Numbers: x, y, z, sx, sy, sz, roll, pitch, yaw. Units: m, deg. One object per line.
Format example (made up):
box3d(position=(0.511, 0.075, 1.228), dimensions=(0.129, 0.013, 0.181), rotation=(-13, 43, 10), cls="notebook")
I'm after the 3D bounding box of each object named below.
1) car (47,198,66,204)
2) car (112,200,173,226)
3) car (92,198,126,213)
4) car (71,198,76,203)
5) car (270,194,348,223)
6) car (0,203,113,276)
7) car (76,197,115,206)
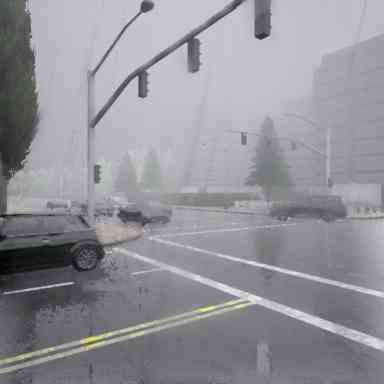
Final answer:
box3d(position=(-17.687, 1.525, 43.452), dimensions=(1.812, 1.442, 4.674), rotation=(0, 0, -36), cls="car")
box3d(position=(-3.532, 1.547, 23.633), dimensions=(2.033, 1.411, 5.357), rotation=(0, 0, -34), cls="car")
box3d(position=(-9.656, 1.492, 38.233), dimensions=(2.128, 1.511, 4.902), rotation=(0, 0, -36), cls="car")
box3d(position=(-15.509, 1.503, 46.423), dimensions=(1.837, 1.490, 4.892), rotation=(0, 0, -35), cls="car")
box3d(position=(8.784, 1.223, 25.274), dimensions=(5.566, 2.045, 2.150), rotation=(0, 2, 19), cls="car")
box3d(position=(-4.839, 1.352, 9.173), dimensions=(4.553, 1.767, 2.097), rotation=(0, 0, -36), cls="car")
box3d(position=(-9.097, 1.503, 31.437), dimensions=(1.837, 1.490, 4.892), rotation=(0, 1, -36), cls="car")
